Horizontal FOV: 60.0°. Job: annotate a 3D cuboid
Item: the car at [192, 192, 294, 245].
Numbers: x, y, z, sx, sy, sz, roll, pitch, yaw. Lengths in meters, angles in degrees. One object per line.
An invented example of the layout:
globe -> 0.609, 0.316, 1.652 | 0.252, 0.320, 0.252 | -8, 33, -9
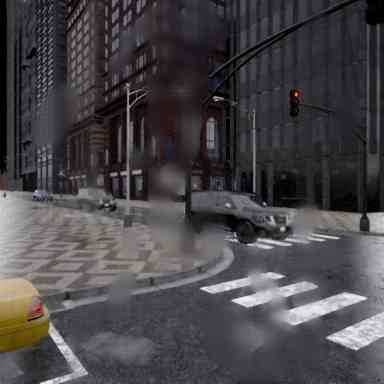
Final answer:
car -> 1.910, 1.029, 15.115 | 2.150, 2.045, 5.566 | 0, 1, -36

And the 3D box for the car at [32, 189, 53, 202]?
car -> -21.581, 0.434, 48.038 | 2.097, 1.767, 4.553 | 0, 1, -36

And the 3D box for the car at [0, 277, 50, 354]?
car -> -4.223, 1.525, 3.643 | 4.829, 1.417, 1.752 | 0, 0, -35

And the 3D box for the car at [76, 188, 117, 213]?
car -> -8.671, 0.691, 29.872 | 2.150, 2.045, 5.566 | 0, 1, -36
